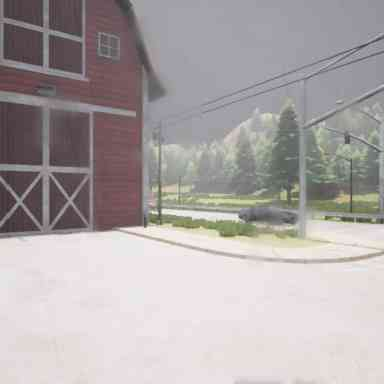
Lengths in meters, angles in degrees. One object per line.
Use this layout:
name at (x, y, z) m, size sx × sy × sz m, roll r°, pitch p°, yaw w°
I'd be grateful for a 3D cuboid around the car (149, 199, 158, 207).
car at (-5.840, 1.635, 42.245) m, size 2.097 × 1.767 × 4.553 m, roll 0°, pitch 0°, yaw -34°

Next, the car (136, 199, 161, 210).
car at (-6.523, 1.852, 49.614) m, size 1.812 × 1.442 × 4.674 m, roll 0°, pitch 0°, yaw -34°

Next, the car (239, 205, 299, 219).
car at (5.798, 1.720, 25.191) m, size 2.033 × 1.411 × 5.357 m, roll 0°, pitch 0°, yaw -34°
